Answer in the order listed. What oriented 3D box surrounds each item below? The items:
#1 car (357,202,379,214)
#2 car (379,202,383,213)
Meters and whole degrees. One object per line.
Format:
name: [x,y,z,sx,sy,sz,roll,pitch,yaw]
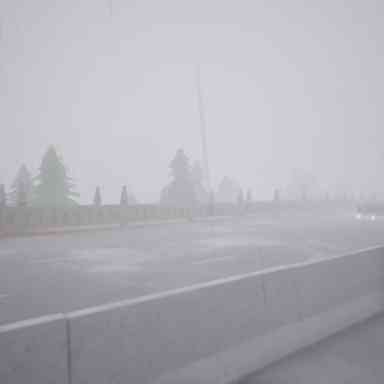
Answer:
car: [20.460,1.770,37.870,4.718,1.301,1.895,0,0,-44]
car: [21.013,1.495,33.502,4.553,1.767,2.097,0,0,-45]
